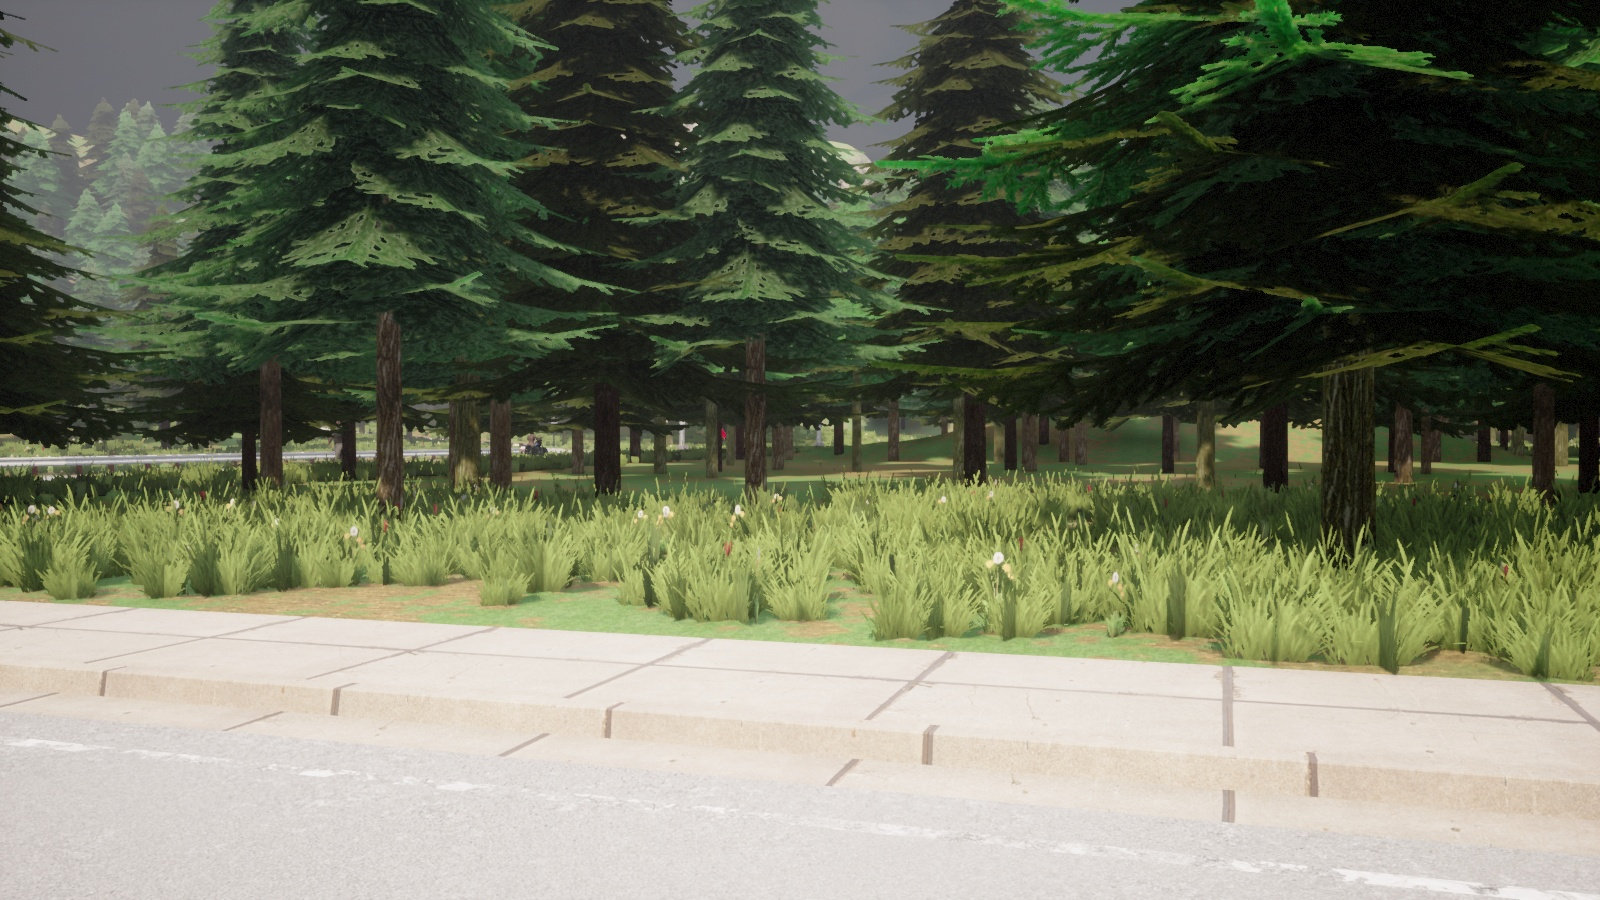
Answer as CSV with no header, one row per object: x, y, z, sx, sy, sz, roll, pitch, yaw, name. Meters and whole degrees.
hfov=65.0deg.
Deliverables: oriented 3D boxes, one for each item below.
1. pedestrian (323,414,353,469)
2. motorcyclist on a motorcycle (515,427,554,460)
-16.163,-0.303,43.955,0.563,1.883,0.849,1,1,20,pedestrian
-13.463,-0.321,63.744,0.766,1.649,2.350,1,1,20,motorcyclist on a motorcycle
